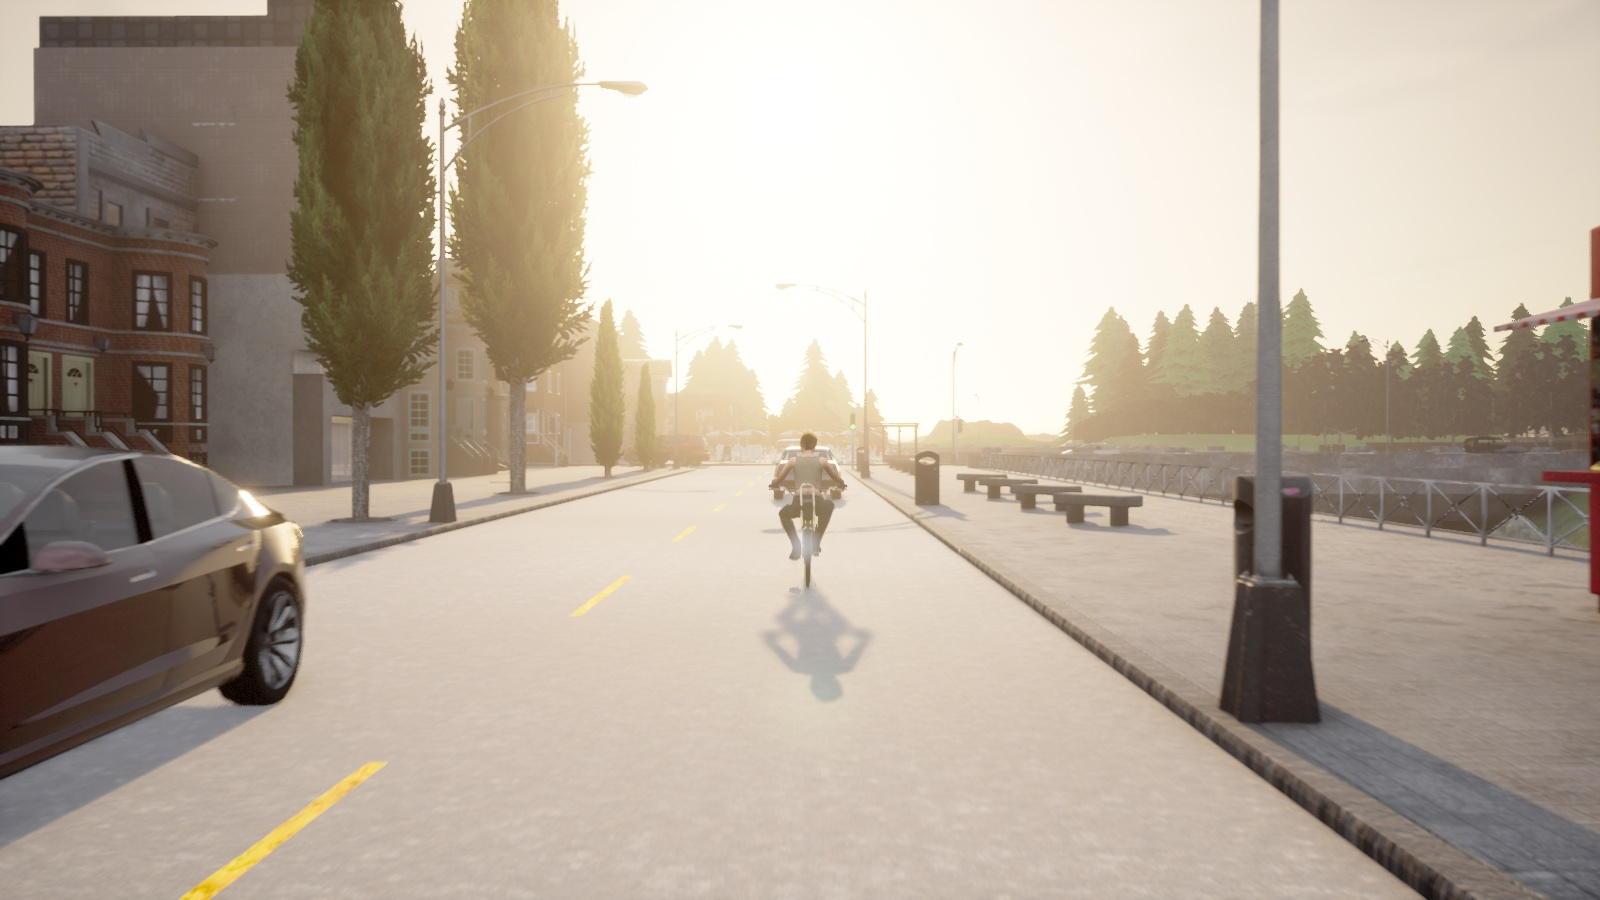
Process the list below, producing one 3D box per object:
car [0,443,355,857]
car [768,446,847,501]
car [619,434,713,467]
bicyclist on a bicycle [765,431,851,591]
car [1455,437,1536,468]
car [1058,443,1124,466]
[{"bbox_3d":[-3.952,0.711,5.667,2.163,1.488,4.792,0,0,0],"label":"car"},{"bbox_3d":[0.209,0.597,35.005,2.033,1.411,5.357,0,0,0],"label":"car"},{"bbox_3d":[-8.533,0.008,79.857,5.566,2.045,2.150,0,0,18],"label":"car"},{"bbox_3d":[0.085,0.607,13.396,0.866,1.612,1.509,0,0,1],"label":"bicyclist on a bicycle"},{"bbox_3d":[41.988,0.148,75.885,3.866,1.878,1.905,0,0,0],"label":"car"},{"bbox_3d":[18.516,0.276,80.011,3.806,1.475,1.970,0,0,0],"label":"car"}]
